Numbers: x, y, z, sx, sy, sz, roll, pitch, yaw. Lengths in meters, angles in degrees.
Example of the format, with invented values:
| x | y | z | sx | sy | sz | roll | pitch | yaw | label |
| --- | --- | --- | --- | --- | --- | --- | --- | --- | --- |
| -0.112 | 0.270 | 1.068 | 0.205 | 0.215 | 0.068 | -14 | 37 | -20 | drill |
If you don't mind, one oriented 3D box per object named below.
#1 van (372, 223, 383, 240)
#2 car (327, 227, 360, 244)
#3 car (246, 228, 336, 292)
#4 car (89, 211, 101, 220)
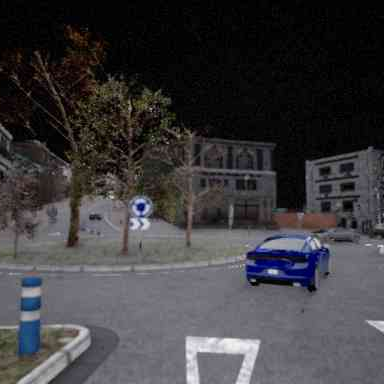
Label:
| x | y | z | sx | sy | sz | roll | pitch | yaw | label |
| --- | --- | --- | --- | --- | --- | --- | --- | --- | --- |
| 22.751 | 4.592 | 37.708 | 1.878 | 1.987 | 4.442 | 6 | -6 | -25 | van |
| 11.901 | 3.624 | 28.015 | 4.181 | 1.385 | 1.994 | 3 | -5 | -16 | car |
| 3.340 | 2.114 | 10.934 | 1.882 | 1.535 | 5.008 | -2 | -5 | 29 | car |
| -16.737 | 4.020 | 57.432 | 1.895 | 1.301 | 4.718 | 2 | 1 | -18 | car |
